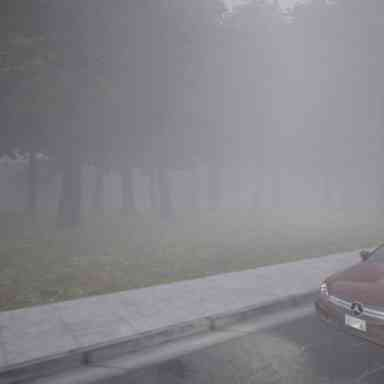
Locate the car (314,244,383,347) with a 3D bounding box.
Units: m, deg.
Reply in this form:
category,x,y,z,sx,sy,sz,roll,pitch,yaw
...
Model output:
category,x,y,z,sx,sy,sz,roll,pitch,yaw
car,4.147,1.487,5.723,4.674,1.442,1.812,0,1,-33
